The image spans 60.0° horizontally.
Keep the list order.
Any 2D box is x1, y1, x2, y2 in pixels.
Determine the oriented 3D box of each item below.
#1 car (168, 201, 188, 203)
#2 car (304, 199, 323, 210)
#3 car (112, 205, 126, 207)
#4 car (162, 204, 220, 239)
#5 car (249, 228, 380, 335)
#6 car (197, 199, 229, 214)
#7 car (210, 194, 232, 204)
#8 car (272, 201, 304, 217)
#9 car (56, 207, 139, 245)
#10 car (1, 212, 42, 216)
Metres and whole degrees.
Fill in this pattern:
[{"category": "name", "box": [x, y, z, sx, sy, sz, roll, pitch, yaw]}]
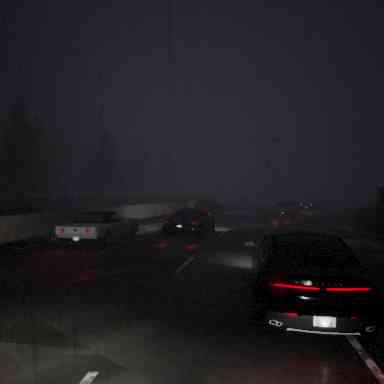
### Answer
[{"category": "car", "box": [-2.185, 1.463, 40.579, 1.882, 1.535, 5.008, 0, 0, 28]}, {"category": "car", "box": [15.095, 1.586, 42.011, 1.895, 1.301, 4.718, 0, 0, 35]}, {"category": "car", "box": [-8.017, 1.534, 36.777, 2.033, 1.411, 5.357, 0, 0, 25]}, {"category": "car", "box": [-0.047, 1.557, 17.356, 1.994, 1.385, 4.181, 0, 0, 15]}, {"category": "car", "box": [2.188, 1.503, 6.876, 1.837, 1.490, 4.892, 0, 0, 9]}, {"category": "car", "box": [1.794, 1.466, 32.468, 1.882, 1.535, 5.008, 0, 0, 24]}, {"category": "car", "box": [5.691, 1.328, 64.575, 2.097, 1.767, 4.553, 0, 0, 40]}, {"category": "car", "box": [9.092, 1.590, 31.612, 1.895, 1.301, 4.718, 0, 0, 27]}, {"category": "car", "box": [-4.164, 1.595, 15.667, 1.895, 1.301, 4.718, 0, 0, 14]}, {"category": "car", "box": [-15.120, 1.590, 28.422, 1.895, 1.301, 4.718, 0, 0, 19]}]
